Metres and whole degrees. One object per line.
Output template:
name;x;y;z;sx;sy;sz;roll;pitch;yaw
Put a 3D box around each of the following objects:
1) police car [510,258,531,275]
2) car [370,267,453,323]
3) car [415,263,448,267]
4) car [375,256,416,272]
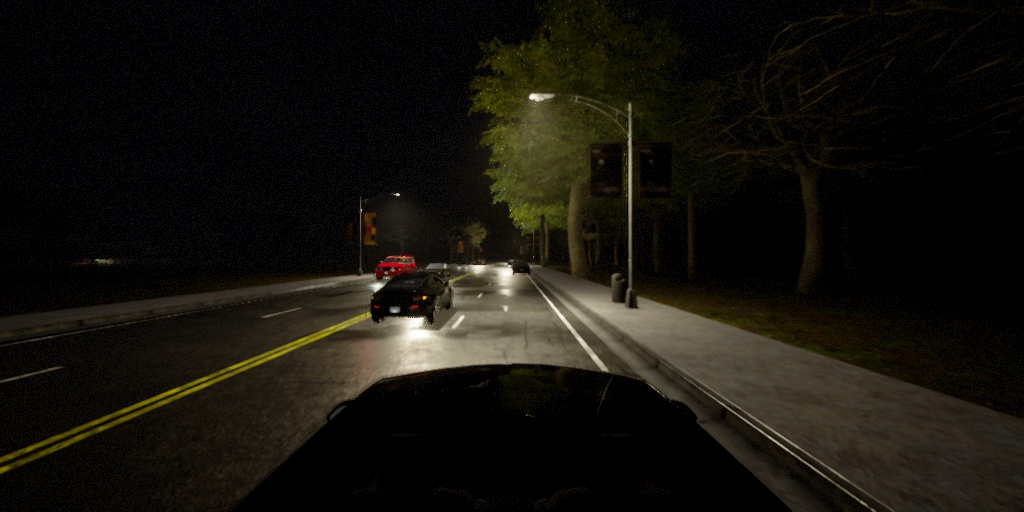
police car;0.985;1.215;39.067;1.930;1.638;5.238;0;0;0
car;-3.161;1.278;11.961;1.812;1.442;4.674;0;0;0
car;-6.590;1.322;31.584;2.033;1.411;5.357;0;0;0
car;-9.839;0.995;30.805;2.150;2.045;5.566;0;0;0
